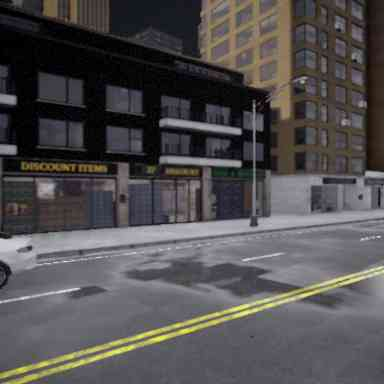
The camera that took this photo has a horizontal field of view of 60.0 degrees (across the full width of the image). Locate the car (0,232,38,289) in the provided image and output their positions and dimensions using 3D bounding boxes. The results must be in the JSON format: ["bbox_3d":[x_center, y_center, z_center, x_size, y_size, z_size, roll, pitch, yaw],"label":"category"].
[{"bbox_3d":[-6.008,1.530,7.383,4.674,1.442,1.812,0,0,-35],"label":"car"}]
